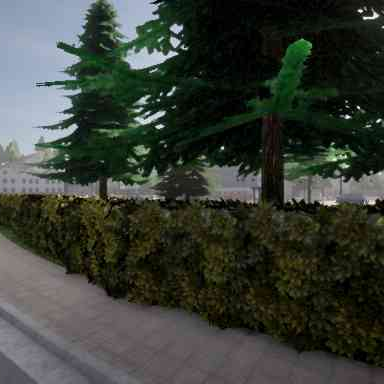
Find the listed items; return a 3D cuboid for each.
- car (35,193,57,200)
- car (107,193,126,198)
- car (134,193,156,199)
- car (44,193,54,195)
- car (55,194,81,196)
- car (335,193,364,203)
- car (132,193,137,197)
[{"bbox_3d":[-36.346,1.097,82.672,4.605,1.855,1.932,0,0,-36],"label":"car"},{"bbox_3d":[-20.394,1.153,90.259,5.027,1.636,2.152,0,0,-36],"label":"car"},{"bbox_3d":[-7.945,1.384,60.661,3.806,1.475,1.970,0,0,-36],"label":"car"},{"bbox_3d":[-29.661,1.298,72.138,4.514,1.523,2.007,0,0,-36],"label":"car"},{"bbox_3d":[-23.868,1.320,63.995,3.633,1.501,1.845,0,0,-36],"label":"car"},{"bbox_3d":[27.045,1.208,57.179,2.150,2.045,5.566,-2,0,-10],"label":"car"},{"bbox_3d":[-10.904,1.097,77.745,4.605,1.855,1.932,0,0,-36],"label":"car"}]
